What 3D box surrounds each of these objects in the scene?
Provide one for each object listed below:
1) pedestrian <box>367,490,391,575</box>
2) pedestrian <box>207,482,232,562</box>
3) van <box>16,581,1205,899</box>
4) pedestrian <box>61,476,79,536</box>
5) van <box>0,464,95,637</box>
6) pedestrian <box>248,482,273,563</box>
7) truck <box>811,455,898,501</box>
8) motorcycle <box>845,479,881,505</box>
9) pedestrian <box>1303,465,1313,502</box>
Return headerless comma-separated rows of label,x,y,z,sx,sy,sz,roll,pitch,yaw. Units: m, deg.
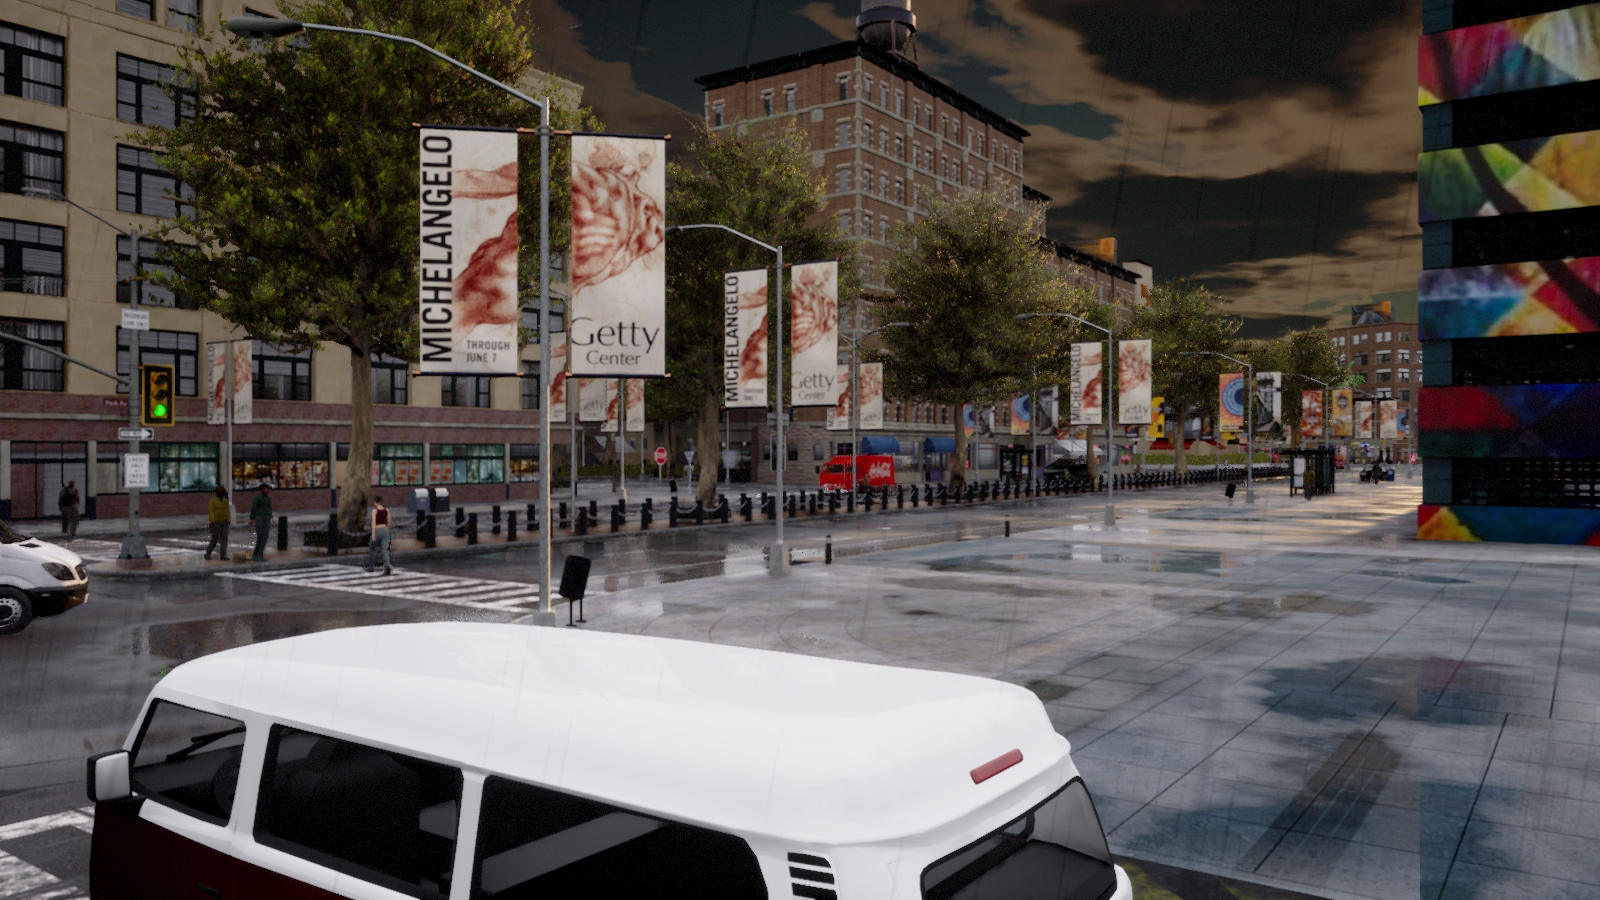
pedestrian,-9.389,1.839,25.507,0.375,1.860,0.375,0,0,43
pedestrian,-13.710,1.691,26.975,0.375,1.860,0.375,0,0,28
van,-0.989,1.780,4.511,4.480,2.038,2.069,0,0,36
pedestrian,-22.958,1.761,35.945,0.375,1.860,0.375,0,0,38
van,-14.135,1.525,17.134,5.915,2.561,1.988,0,0,-27
pedestrian,-12.691,1.692,26.873,0.375,1.860,0.375,0,0,25
truck,3.161,1.552,65.314,2.627,2.467,5.204,0,0,35
motorcycle,3.272,2.155,59.369,0.764,1.277,2.356,0,0,35
pedestrian,25.828,1.690,58.079,0.375,1.860,0.375,0,0,36
